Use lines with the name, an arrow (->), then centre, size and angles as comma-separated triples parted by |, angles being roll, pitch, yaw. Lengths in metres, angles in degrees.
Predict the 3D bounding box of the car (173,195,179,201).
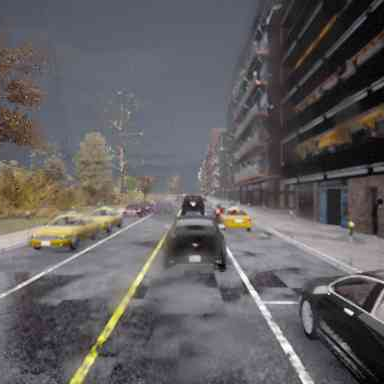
car -> -2.719, 1.503, 74.794 | 1.882, 1.535, 5.008 | 0, 0, 0

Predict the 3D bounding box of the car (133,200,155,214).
car -> -5.292, 1.635, 36.796 | 1.802, 1.307, 4.206 | 1, 0, 0

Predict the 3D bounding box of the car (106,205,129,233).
car -> -5.298, 1.554, 20.017 | 1.752, 1.417, 4.829 | 1, 0, 0

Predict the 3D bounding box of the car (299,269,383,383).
car -> 2.575, 1.556, 3.770 | 2.008, 1.369, 4.403 | 1, 0, 0

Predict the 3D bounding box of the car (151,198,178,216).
car -> -2.832, 1.596, 34.055 | 2.033, 1.411, 5.357 | 0, 0, 0

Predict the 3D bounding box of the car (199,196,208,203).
car -> 2.605, 1.691, 75.853 | 1.802, 1.307, 4.206 | 1, 0, 0

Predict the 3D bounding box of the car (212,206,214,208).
car -> 2.586, 1.477, 25.949 | 1.967, 1.590, 4.097 | 1, 0, 0

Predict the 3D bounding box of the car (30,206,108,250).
car -> -5.300, 1.546, 14.481 | 1.752, 1.417, 4.829 | 1, 0, 0

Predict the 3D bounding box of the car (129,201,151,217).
car -> -5.294, 1.627, 31.260 | 1.802, 1.307, 4.206 | 1, 0, 0

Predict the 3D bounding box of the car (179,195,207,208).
car -> 0.112, 1.269, 33.217 | 2.150, 2.045, 5.566 | 0, 0, 0

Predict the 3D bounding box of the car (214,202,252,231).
car -> 2.583, 1.555, 20.574 | 1.752, 1.417, 4.829 | 1, 0, 0

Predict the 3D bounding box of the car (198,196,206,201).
car -> 2.610, 1.676, 86.943 | 2.008, 1.369, 4.403 | 1, 0, 0

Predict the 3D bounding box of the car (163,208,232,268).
car -> 0.089, 1.522, 11.249 | 1.837, 1.490, 4.892 | 0, 0, 0
